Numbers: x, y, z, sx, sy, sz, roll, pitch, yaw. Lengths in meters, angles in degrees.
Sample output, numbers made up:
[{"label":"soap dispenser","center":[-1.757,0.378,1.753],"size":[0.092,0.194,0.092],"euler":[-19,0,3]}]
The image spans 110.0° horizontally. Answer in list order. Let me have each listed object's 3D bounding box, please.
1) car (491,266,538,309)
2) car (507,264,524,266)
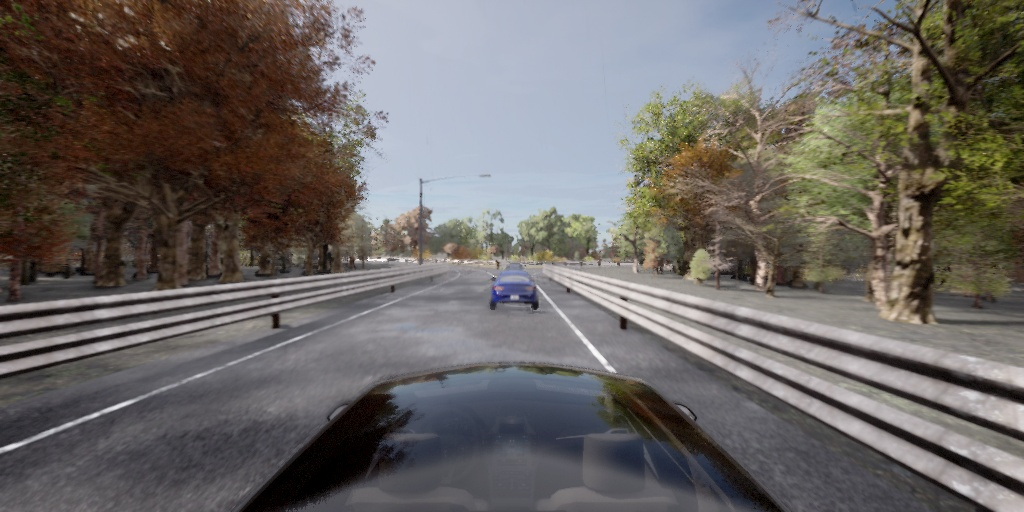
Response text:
[{"label":"car","center":[0.095,1.324,15.149],"size":[1.812,1.442,4.674],"euler":[0,0,0]},{"label":"car","center":[0.326,1.418,35.065],"size":[1.994,1.385,4.181],"euler":[0,1,4]}]
